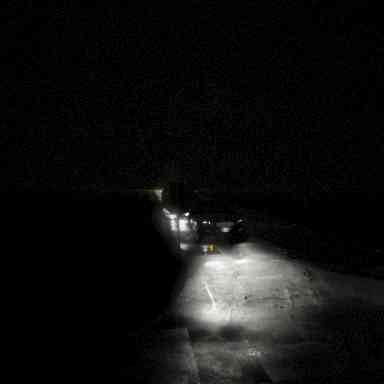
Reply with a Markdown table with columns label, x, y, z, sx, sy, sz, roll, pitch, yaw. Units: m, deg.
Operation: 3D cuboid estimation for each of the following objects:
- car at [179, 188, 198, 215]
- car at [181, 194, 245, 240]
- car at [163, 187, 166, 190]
| label | x | y | z | sx | sy | sz | roll | pitch | yaw |
| --- | --- | --- | --- | --- | --- | --- | --- | --- | --- |
| car | -0.227 | 0.765 | 24.133 | 1.837 | 1.490 | 4.892 | -2 | 2 | -7 |
| car | 0.935 | 1.069 | 14.869 | 2.128 | 1.511 | 4.902 | -2 | 2 | -7 |
| car | -3.121 | -0.050 | 48.025 | 1.882 | 1.535 | 5.008 | -2 | 2 | -7 |
